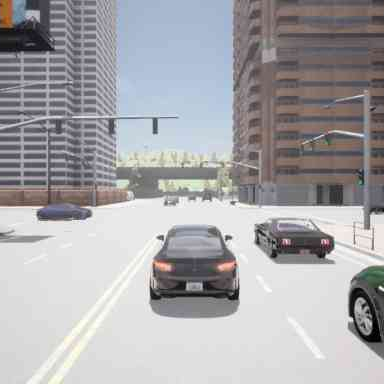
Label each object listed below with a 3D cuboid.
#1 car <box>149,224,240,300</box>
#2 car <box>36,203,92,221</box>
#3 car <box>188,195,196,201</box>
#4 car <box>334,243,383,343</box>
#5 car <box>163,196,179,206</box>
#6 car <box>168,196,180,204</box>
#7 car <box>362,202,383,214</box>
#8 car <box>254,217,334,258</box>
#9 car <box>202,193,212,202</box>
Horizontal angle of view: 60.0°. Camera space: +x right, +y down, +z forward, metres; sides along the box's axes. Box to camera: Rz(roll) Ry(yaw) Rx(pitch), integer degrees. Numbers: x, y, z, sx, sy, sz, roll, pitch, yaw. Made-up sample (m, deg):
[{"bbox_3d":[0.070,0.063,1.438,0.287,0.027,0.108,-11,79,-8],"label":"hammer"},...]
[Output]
[{"bbox_3d":[0.062,1.526,8.249,1.812,1.442,4.674,0,0,0],"label":"car"},{"bbox_3d":[-10.211,1.565,26.709,4.181,1.385,1.994,0,0,0],"label":"car"},{"bbox_3d":[0.014,1.425,77.292,1.837,1.490,4.892,0,0,0],"label":"car"},{"bbox_3d":[3.601,1.352,3.617,2.097,1.767,4.553,0,0,0],"label":"car"},{"bbox_3d":[-3.590,1.492,54.818,2.128,1.511,4.902,0,0,-1],"label":"car"},{"bbox_3d":[-3.530,1.492,65.222,2.128,1.511,4.902,0,0,1],"label":"car"},{"bbox_3d":[19.963,1.601,33.724,4.718,1.301,1.895,0,0,1],"label":"car"},{"bbox_3d":[3.605,1.601,12.702,1.895,1.301,4.718,0,0,1],"label":"car"},{"bbox_3d":[3.514,1.225,78.002,2.150,2.045,5.566,0,0,0],"label":"car"}]
